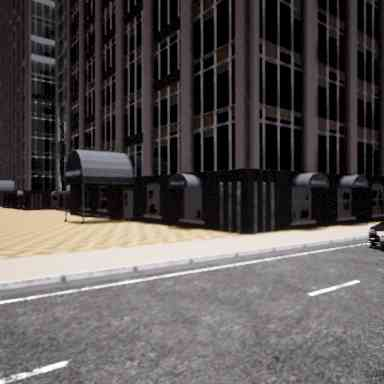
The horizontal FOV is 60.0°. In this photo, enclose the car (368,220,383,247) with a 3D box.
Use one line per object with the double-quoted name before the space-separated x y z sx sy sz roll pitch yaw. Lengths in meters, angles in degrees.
"car" 9.620 1.634 14.562 4.902 1.511 2.128 1 0 -36
